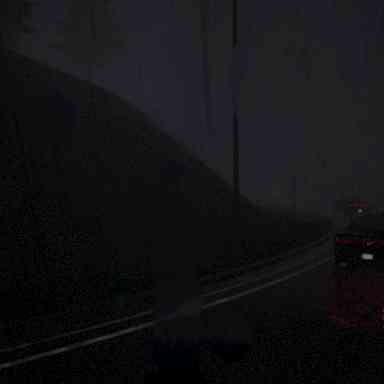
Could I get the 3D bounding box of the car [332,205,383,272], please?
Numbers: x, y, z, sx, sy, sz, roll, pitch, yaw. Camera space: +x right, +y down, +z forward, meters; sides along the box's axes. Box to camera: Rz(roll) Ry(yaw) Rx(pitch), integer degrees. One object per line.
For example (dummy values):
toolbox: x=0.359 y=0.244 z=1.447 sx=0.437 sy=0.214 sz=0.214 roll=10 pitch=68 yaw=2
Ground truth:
car: x=5.768 y=1.347 z=9.766 sx=1.882 sy=1.535 sz=5.008 roll=0 pitch=1 yaw=41

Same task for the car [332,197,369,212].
car: x=13.153 y=1.165 z=27.775 sx=1.837 sy=1.490 sz=4.892 roll=0 pitch=1 yaw=7
